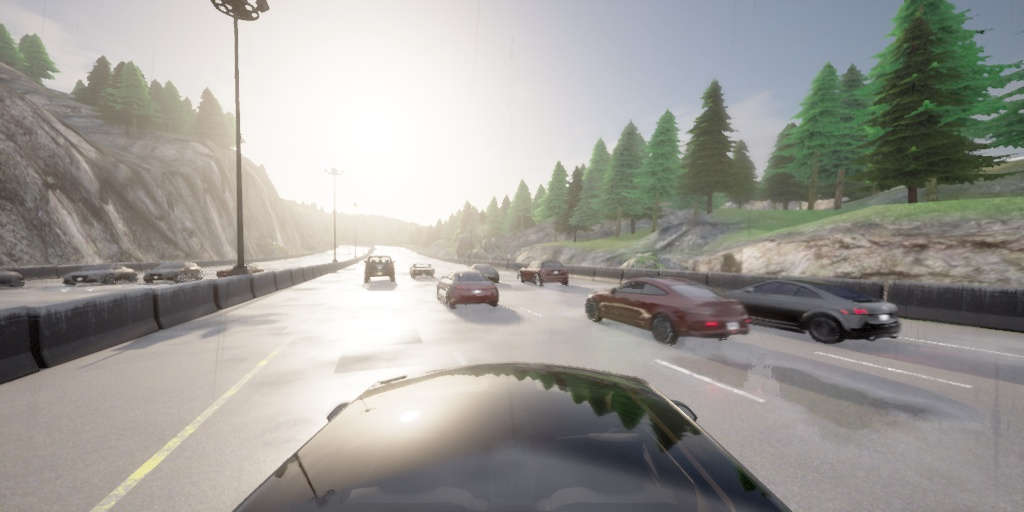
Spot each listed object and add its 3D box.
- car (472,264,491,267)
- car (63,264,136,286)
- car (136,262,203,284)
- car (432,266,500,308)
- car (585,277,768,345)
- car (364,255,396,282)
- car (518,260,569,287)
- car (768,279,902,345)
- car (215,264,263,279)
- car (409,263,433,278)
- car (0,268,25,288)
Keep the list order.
[{"bbox_3d":[-2.354,1.275,26.555,1.994,1.385,4.181,0,0,-20],"label":"car"},{"bbox_3d":[-27.815,1.257,24.390,1.994,1.385,4.181,0,0,-20],"label":"car"},{"bbox_3d":[-24.842,1.198,26.469,1.837,1.490,4.892,0,0,-20],"label":"car"},{"bbox_3d":[-1.981,1.292,15.162,1.994,1.385,4.181,0,0,-20],"label":"car"},{"bbox_3d":[3.769,1.267,9.539,1.812,1.442,4.674,0,0,-20],"label":"car"},{"bbox_3d":[-10.397,0.925,28.242,2.150,2.045,5.566,0,0,-20],"label":"car"},{"bbox_3d":[2.037,1.070,24.682,2.097,1.767,4.553,0,0,-20],"label":"car"},{"bbox_3d":[7.422,1.308,9.689,1.994,1.385,4.181,0,0,-20],"label":"car"},{"bbox_3d":[-22.092,1.292,29.167,1.895,1.301,4.718,0,0,-20],"label":"car"},{"bbox_3d":[-8.268,1.298,32.670,1.895,1.301,4.718,0,0,-20],"label":"car"},{"bbox_3d":[-29.879,1.262,19.774,1.994,1.385,4.181,0,0,-20],"label":"car"}]
